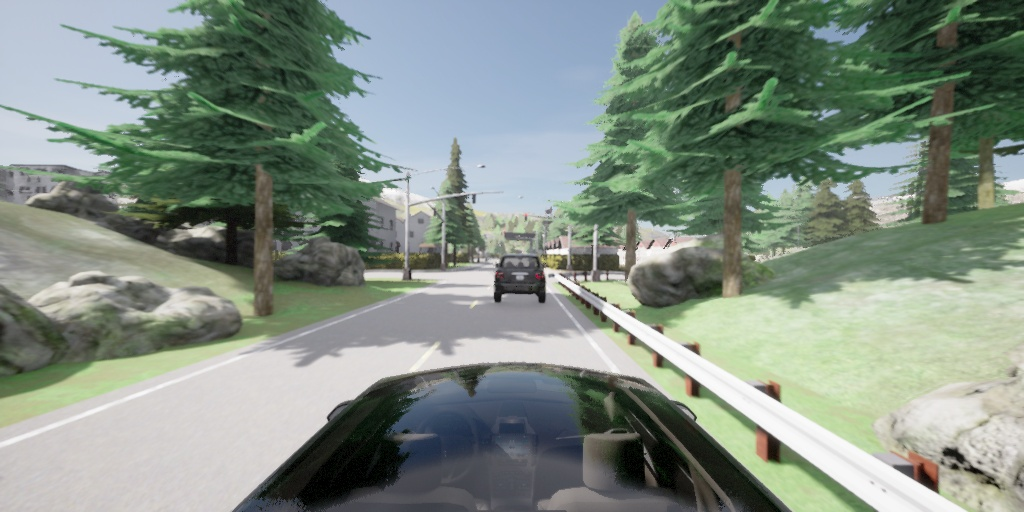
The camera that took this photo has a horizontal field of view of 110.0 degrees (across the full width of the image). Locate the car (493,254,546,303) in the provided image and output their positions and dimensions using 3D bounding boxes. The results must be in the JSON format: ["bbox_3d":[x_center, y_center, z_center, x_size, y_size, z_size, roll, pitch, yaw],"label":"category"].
[{"bbox_3d":[0.365,0.913,16.489,2.150,2.045,5.566,0,0,1],"label":"car"}]
